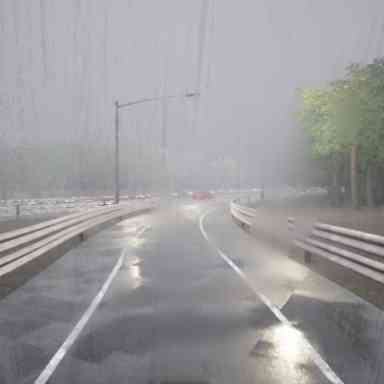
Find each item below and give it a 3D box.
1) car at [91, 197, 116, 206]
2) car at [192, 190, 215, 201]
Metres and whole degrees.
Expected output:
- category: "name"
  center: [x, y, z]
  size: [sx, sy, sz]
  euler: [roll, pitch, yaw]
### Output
- category: "car"
  center: [-11.997, 1.534, 47.128]
  size: [1.837, 1.490, 4.892]
  euler: [0, 2, 37]
- category: "car"
  center: [2.310, 0.594, 66.408]
  size: [2.150, 2.045, 5.566]
  euler: [0, 2, 37]
